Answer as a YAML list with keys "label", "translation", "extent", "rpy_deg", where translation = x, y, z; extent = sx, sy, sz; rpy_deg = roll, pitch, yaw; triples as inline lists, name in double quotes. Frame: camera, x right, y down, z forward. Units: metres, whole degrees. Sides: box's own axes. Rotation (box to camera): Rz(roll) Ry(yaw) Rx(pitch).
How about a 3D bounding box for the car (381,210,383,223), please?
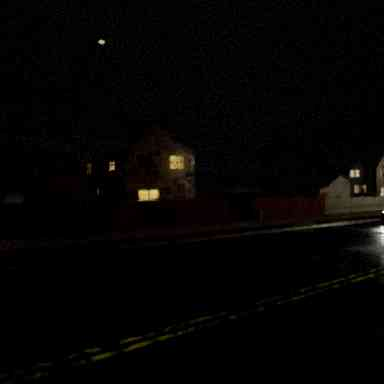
- label: "car"
  translation: [14.482, 1.231, 21.987]
  extent: [4.553, 1.767, 2.097]
  rpy_deg: [0, 0, -35]
